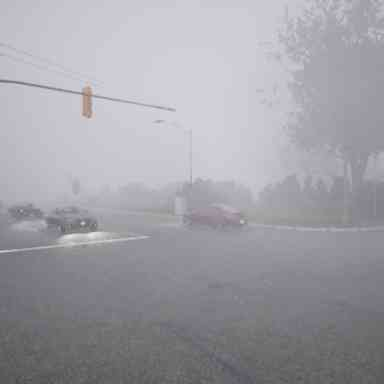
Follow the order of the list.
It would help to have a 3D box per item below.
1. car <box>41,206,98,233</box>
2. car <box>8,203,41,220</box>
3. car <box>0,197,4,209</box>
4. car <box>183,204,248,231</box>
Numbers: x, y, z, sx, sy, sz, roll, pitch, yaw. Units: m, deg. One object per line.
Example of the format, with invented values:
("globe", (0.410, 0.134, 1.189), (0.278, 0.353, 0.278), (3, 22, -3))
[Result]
("car", (-7.187, 1.546, 19.696), (1.994, 1.385, 4.181), (0, 0, -39))
("car", (-14.281, 1.585, 28.544), (1.895, 1.301, 4.718), (0, 0, -39))
("car", (-26.201, 1.210, 43.518), (2.150, 2.045, 5.566), (0, 0, -38))
("car", (1.361, 1.484, 20.385), (1.812, 1.442, 4.674), (0, 0, -39))
